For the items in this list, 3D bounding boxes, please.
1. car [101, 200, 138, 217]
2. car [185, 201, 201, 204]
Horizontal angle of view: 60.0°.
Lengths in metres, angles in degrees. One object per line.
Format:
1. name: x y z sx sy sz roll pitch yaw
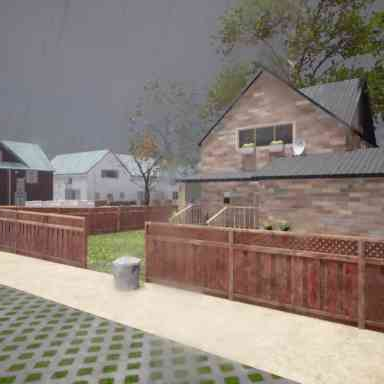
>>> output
1. car: -6.970 1.574 31.203 2.097 1.767 4.553 0 -1 37
2. car: -0.340 1.818 40.052 2.128 1.511 4.902 0 -1 37
